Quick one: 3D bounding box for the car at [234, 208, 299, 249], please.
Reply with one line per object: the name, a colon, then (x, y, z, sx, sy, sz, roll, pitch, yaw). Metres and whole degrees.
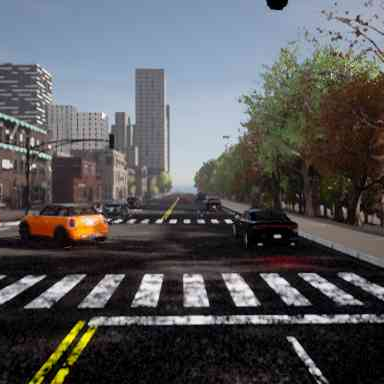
car: (3.006, 1.439, 14.395, 1.882, 1.535, 5.008, 0, 0, -1)

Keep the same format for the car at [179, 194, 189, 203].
car: (-1.527, 1.384, 62.759, 1.994, 1.385, 4.181, 0, 0, -1)

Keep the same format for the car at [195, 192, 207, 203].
car: (1.714, 1.042, 63.486, 2.150, 2.045, 5.566, 0, 0, -1)

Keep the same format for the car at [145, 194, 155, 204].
car: (-8.022, 1.175, 61.113, 2.097, 1.767, 4.553, 0, 0, -1)

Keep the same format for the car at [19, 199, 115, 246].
car: (-5.953, 1.310, 15.197, 4.553, 1.767, 2.097, 0, 0, 38)

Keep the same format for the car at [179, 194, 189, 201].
car: (-1.771, 1.162, 72.759, 2.033, 1.411, 5.357, 0, 0, -1)

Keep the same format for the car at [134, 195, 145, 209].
car: (-7.619, 1.383, 42.540, 1.837, 1.490, 4.892, 0, 0, -1)

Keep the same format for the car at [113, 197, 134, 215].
car: (-7.380, 1.399, 32.473, 2.128, 1.511, 4.902, 0, 0, -1)

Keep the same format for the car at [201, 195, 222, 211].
car: (2.401, 1.395, 39.175, 1.837, 1.490, 4.892, 0, 0, -1)
